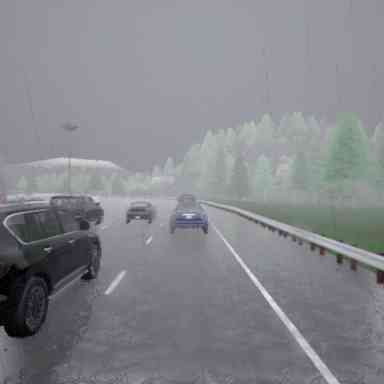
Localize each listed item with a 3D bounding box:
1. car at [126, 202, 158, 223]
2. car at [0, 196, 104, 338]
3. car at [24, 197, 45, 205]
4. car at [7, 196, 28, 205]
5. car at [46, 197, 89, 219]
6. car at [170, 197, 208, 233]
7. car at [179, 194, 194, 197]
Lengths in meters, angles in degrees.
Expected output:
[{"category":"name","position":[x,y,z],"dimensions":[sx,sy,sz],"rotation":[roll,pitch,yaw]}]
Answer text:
[{"category":"car","position":[-3.760,1.501,25.242],"dimensions":[1.837,1.490,4.892],"rotation":[0,0,-1]},{"category":"car","position":[-3.513,1.215,6.735],"dimensions":[2.150,2.045,5.566],"rotation":[0,0,-1]},{"category":"car","position":[-27.023,1.548,57.138],"dimensions":[1.895,1.301,4.718],"rotation":[0,0,-8]},{"category":"car","position":[-30.770,1.498,58.776],"dimensions":[1.994,1.385,4.181],"rotation":[0,0,-9]},{"category":"car","position":[-10.820,1.332,29.281],"dimensions":[2.097,1.767,4.553],"rotation":[0,0,-1]},{"category":"car","position":[-0.188,1.355,19.918],"dimensions":[2.097,1.767,4.553],"rotation":[0,0,-1]},{"category":"car","position":[-0.676,1.227,40.341],"dimensions":[2.150,2.045,5.566],"rotation":[0,0,-3]}]
